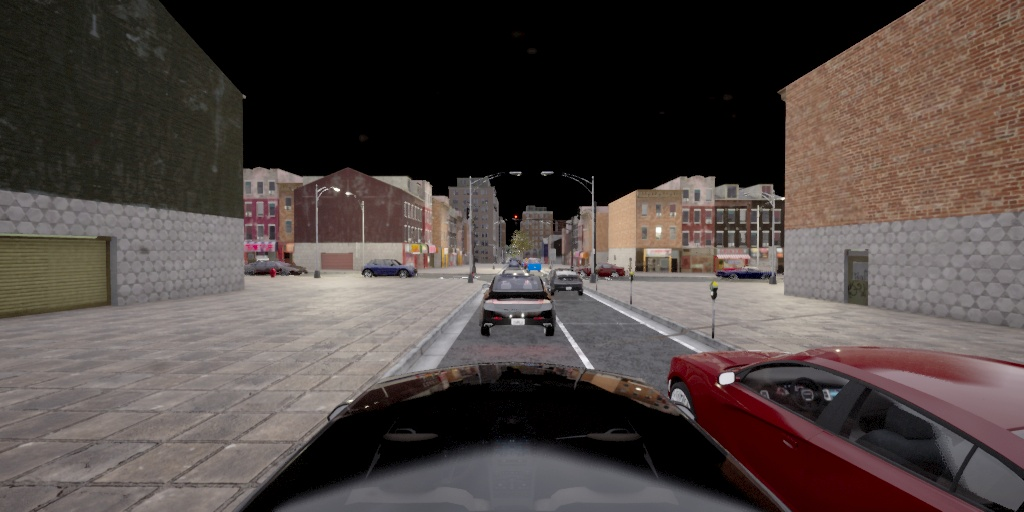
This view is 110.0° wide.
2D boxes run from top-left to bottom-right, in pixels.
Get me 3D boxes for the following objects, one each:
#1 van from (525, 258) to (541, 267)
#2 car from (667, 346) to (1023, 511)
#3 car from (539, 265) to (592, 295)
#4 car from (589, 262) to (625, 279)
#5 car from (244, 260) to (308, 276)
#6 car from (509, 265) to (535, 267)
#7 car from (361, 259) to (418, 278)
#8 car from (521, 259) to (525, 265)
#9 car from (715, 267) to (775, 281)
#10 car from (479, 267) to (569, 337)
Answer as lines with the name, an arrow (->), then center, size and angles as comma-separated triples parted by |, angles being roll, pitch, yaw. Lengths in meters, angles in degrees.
van -> 2.861, 1.210, 46.217 | 1.690, 1.789, 3.998 | 0, 0, 0
car -> 2.637, 1.294, 2.387 | 1.888, 1.381, 4.507 | 0, 0, 0
car -> 2.723, 1.316, 19.263 | 2.007, 1.370, 4.403 | 0, 0, 0
car -> 8.301, 1.369, 34.605 | 5.008, 1.535, 1.882 | 1, 1, 6
car -> -20.961, 1.095, 31.445 | 5.357, 1.411, 2.033 | 1, 1, 0
car -> 0.219, 1.369, 20.396 | 1.895, 1.301, 4.718 | 0, 0, 1
car -> -10.611, 1.039, 31.381 | 4.553, 1.767, 2.097 | 1, 1, 0
car -> 2.914, 1.249, 56.798 | 2.192, 1.841, 5.009 | 0, 0, 0
car -> 22.078, 1.681, 34.104 | 4.718, 1.301, 1.895 | 1, 1, 0
car -> 0.142, 1.243, 10.353 | 2.128, 1.511, 4.902 | 0, 0, 0
